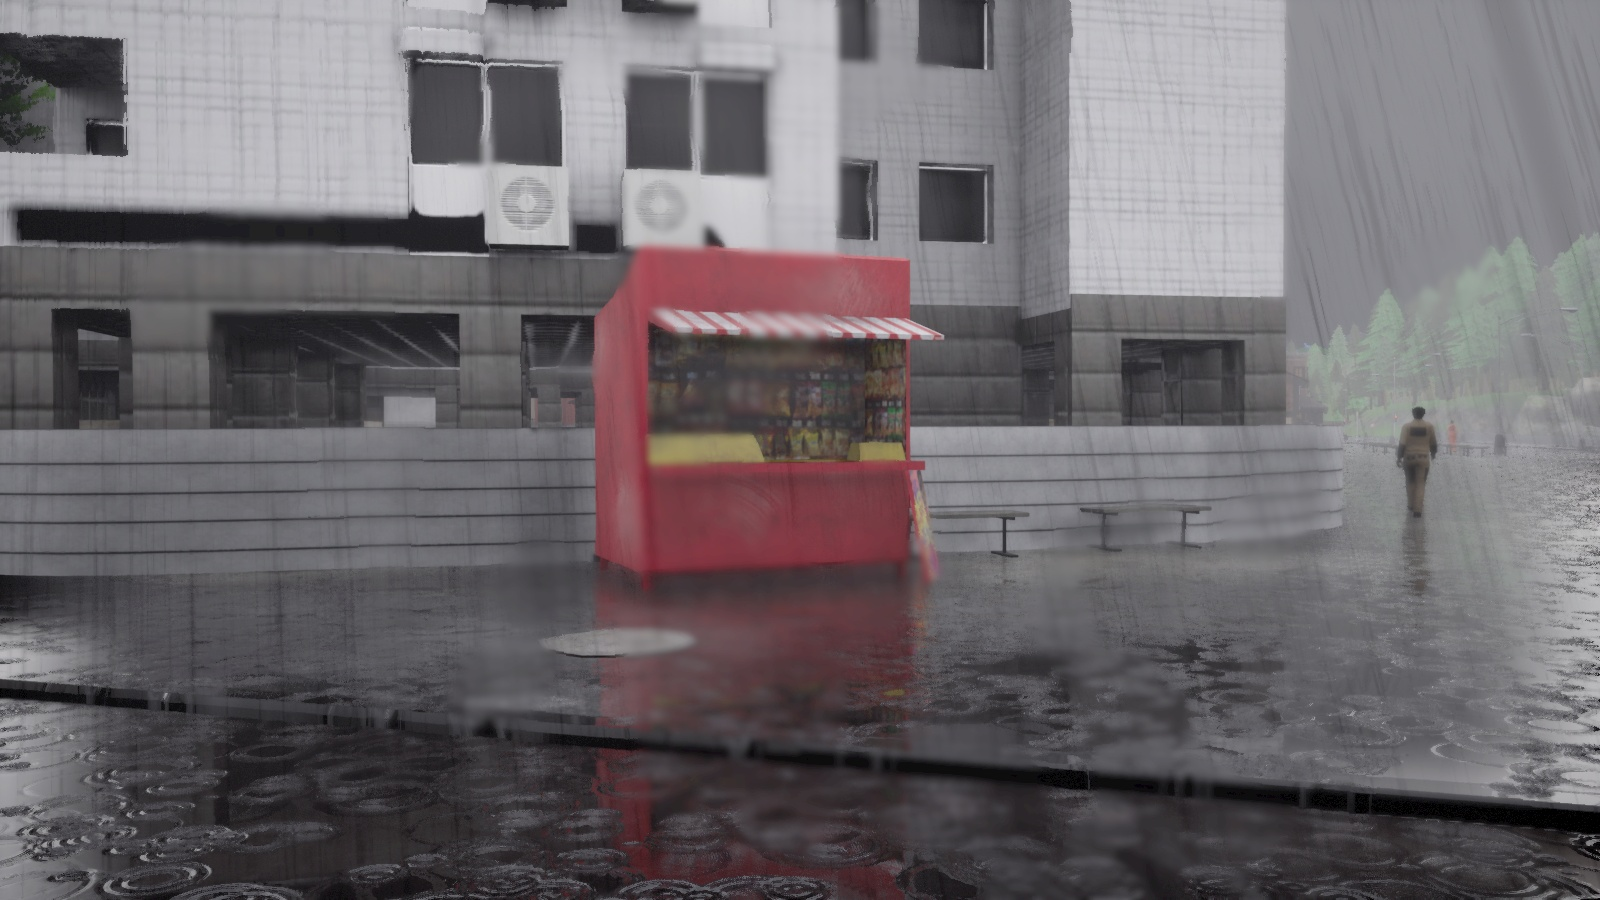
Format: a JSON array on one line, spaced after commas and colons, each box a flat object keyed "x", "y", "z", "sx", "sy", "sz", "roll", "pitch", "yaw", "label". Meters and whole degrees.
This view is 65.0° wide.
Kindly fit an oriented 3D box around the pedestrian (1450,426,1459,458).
[{"x": 37.530, "y": -0.476, "z": 72.047, "sx": 0.345, "sy": 1.836, "sz": 0.594, "roll": 1, "pitch": 1, "yaw": 19, "label": "pedestrian"}]

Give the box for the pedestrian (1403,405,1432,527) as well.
[{"x": 10.011, "y": 0.248, "z": 20.348, "sx": 0.396, "sy": 1.930, "sz": 0.692, "roll": 1, "pitch": 1, "yaw": 27, "label": "pedestrian"}]
